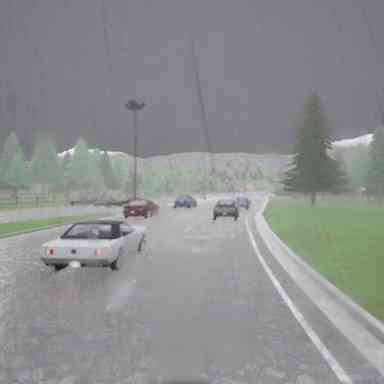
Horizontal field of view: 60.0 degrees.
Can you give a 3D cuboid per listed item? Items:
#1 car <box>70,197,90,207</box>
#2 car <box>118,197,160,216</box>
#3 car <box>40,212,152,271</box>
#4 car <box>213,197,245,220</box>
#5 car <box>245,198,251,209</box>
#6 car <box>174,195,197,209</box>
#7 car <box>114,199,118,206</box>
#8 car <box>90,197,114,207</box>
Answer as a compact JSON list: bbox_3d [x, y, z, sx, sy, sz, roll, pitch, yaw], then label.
[{"bbox_3d":[-15.204,1.302,46.984,1.895,1.301,4.718,0,0,14],"label":"car"},{"bbox_3d":[-4.064,1.360,27.743,1.882,1.535,5.008,0,0,11],"label":"car"},{"bbox_3d":[-2.805,1.553,10.732,1.895,1.301,4.718,0,0,5],"label":"car"},{"bbox_3d":[2.848,1.389,26.669,2.128,1.511,4.902,0,0,11],"label":"car"},{"bbox_3d":[6.300,1.390,41.860,2.033,1.411,5.357,0,0,14],"label":"car"},{"bbox_3d":[-0.769,1.181,42.336,2.097,1.767,4.553,0,0,13],"label":"car"},{"bbox_3d":[-8.404,1.319,45.323,1.895,1.301,4.718,0,0,14],"label":"car"},{"bbox_3d":[-11.797,1.405,46.183,1.994,1.385,4.181,0,0,14],"label":"car"}]
